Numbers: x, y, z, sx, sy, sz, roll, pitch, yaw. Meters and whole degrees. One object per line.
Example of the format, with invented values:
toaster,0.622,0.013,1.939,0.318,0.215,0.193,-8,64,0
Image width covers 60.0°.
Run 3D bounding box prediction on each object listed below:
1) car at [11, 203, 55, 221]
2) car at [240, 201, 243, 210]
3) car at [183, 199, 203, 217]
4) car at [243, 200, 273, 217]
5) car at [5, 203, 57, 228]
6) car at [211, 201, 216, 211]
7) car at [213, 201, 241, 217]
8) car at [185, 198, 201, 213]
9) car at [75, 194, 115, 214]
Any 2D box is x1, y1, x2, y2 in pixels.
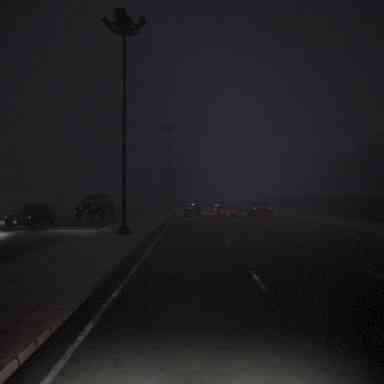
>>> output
car,-15.005,1.811,31.722,1.837,1.490,4.892,0,-1,1
car,7.144,1.982,45.195,2.033,1.411,5.357,0,-1,0
car,0.077,1.827,34.820,2.128,1.511,4.902,0,-1,0
car,7.080,1.691,35.246,2.097,1.767,4.553,0,-1,0
car,-11.568,1.726,24.218,2.128,1.511,4.902,0,-1,1
car,3.644,1.926,45.219,2.128,1.511,4.902,0,-1,0
car,3.578,1.937,34.909,1.895,1.301,4.718,0,-1,0
car,0.144,1.787,45.207,2.097,1.767,4.553,0,-1,0
car,-7.967,1.148,27.896,2.150,2.045,5.566,0,-1,0
